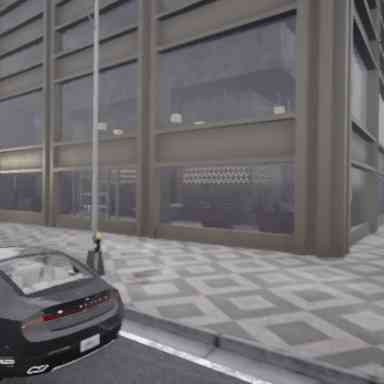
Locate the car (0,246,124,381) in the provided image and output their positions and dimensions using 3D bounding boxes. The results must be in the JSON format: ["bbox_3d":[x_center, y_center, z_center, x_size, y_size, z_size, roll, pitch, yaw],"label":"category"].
[{"bbox_3d":[-2.982,1.541,5.200,4.403,1.369,2.008,0,1,36],"label":"car"}]
